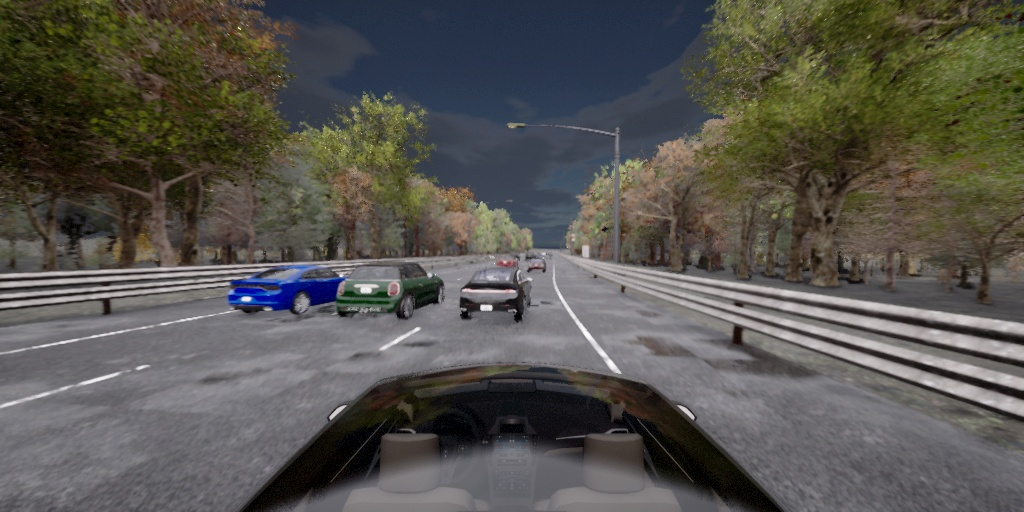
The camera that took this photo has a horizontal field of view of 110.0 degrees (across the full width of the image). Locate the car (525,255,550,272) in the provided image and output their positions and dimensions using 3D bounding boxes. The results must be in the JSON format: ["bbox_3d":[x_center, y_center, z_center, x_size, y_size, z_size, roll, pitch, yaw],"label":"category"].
[{"bbox_3d":[2.752,0.930,38.808,2.033,1.411,5.357,0,1,7],"label":"car"}]

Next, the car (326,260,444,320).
[{"bbox_3d":[-3.876,0.970,12.243,2.097,1.767,4.553,0,1,7],"label":"car"}]

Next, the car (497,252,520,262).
[{"bbox_3d":[-0.502,0.687,41.117,2.097,1.767,4.553,0,1,7],"label":"car"}]

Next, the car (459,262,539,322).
[{"bbox_3d":[-0.391,1.135,11.929,2.128,1.511,4.902,0,1,7],"label":"car"}]

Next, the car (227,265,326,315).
[{"bbox_3d":[-7.339,1.065,12.752,1.882,1.535,5.008,1,1,7],"label":"car"}]
